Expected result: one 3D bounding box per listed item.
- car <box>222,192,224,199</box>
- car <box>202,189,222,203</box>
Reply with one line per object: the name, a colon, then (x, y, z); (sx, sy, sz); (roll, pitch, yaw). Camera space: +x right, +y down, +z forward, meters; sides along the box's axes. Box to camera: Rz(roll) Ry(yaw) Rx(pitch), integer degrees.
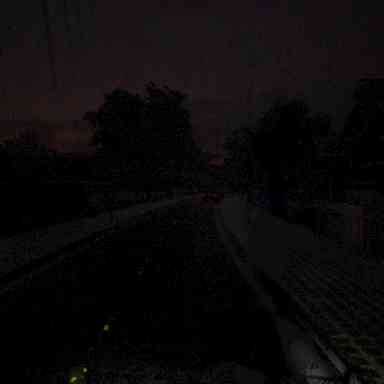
car: (4.644, 0.417, 60.364); (2.097, 1.767, 4.553); (0, 1, 12)
car: (2.836, 0.524, 49.821); (2.150, 2.045, 5.566); (0, 1, 9)
